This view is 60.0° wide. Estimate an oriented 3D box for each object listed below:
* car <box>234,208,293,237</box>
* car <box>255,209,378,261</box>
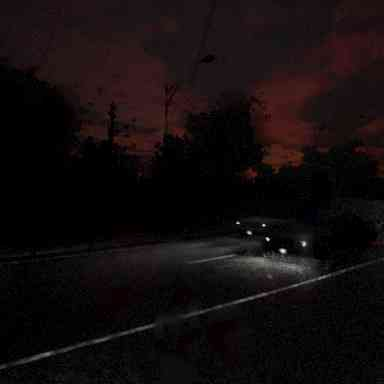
[{"bbox_3d":[4.220,1.481,16.251,4.718,1.301,1.895,-1,1,-41],"label":"car"},{"bbox_3d":[4.932,1.452,12.244,5.357,1.411,2.033,-1,1,-40],"label":"car"}]
